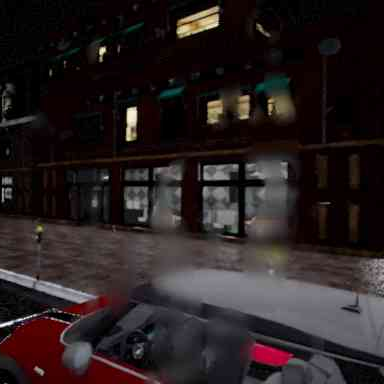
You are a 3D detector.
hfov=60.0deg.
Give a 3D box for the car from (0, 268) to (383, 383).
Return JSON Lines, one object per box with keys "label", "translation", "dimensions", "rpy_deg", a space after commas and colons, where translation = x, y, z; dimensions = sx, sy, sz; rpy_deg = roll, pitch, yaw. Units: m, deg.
{"label": "car", "translation": [-0.014, 1.434, 2.877], "dimensions": [4.097, 1.590, 1.967], "rpy_deg": [0, 1, 35]}
